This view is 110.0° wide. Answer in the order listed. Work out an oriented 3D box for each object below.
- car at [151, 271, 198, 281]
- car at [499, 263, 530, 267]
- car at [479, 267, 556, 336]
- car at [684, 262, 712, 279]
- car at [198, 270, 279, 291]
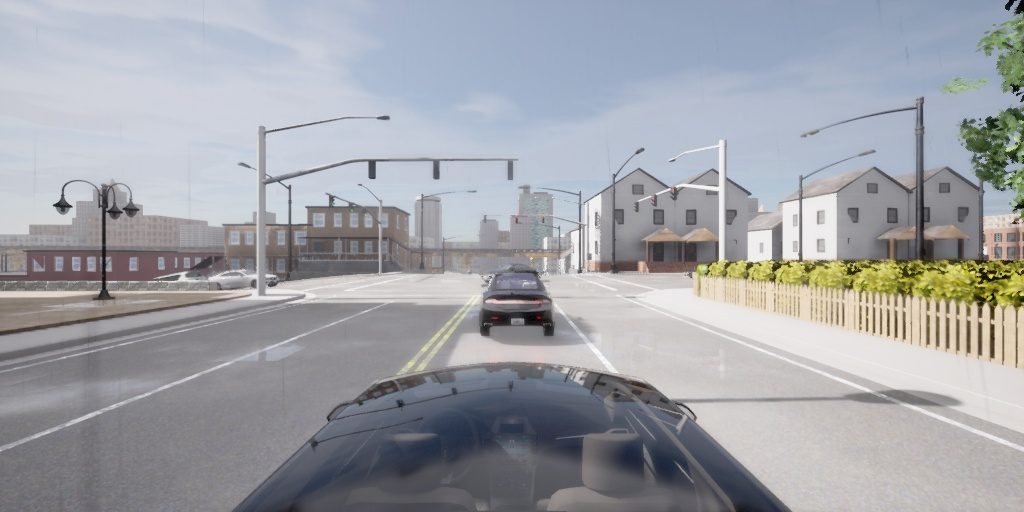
[{"bbox_3d":[-28.610,2.679,29.853,5.566,2.045,2.150,-11,0,-1],"label":"car"},{"bbox_3d":[-0.113,1.237,26.312,4.674,1.442,1.812,0,-1,-42],"label":"car"},{"bbox_3d":[0.118,1.241,10.372,2.128,1.511,4.902,0,0,0],"label":"car"},{"bbox_3d":[17.225,1.253,30.414,4.892,1.490,1.837,0,0,-1],"label":"car"},{"bbox_3d":[-19.659,1.742,26.244,4.674,1.442,1.812,-4,0,1],"label":"car"}]
